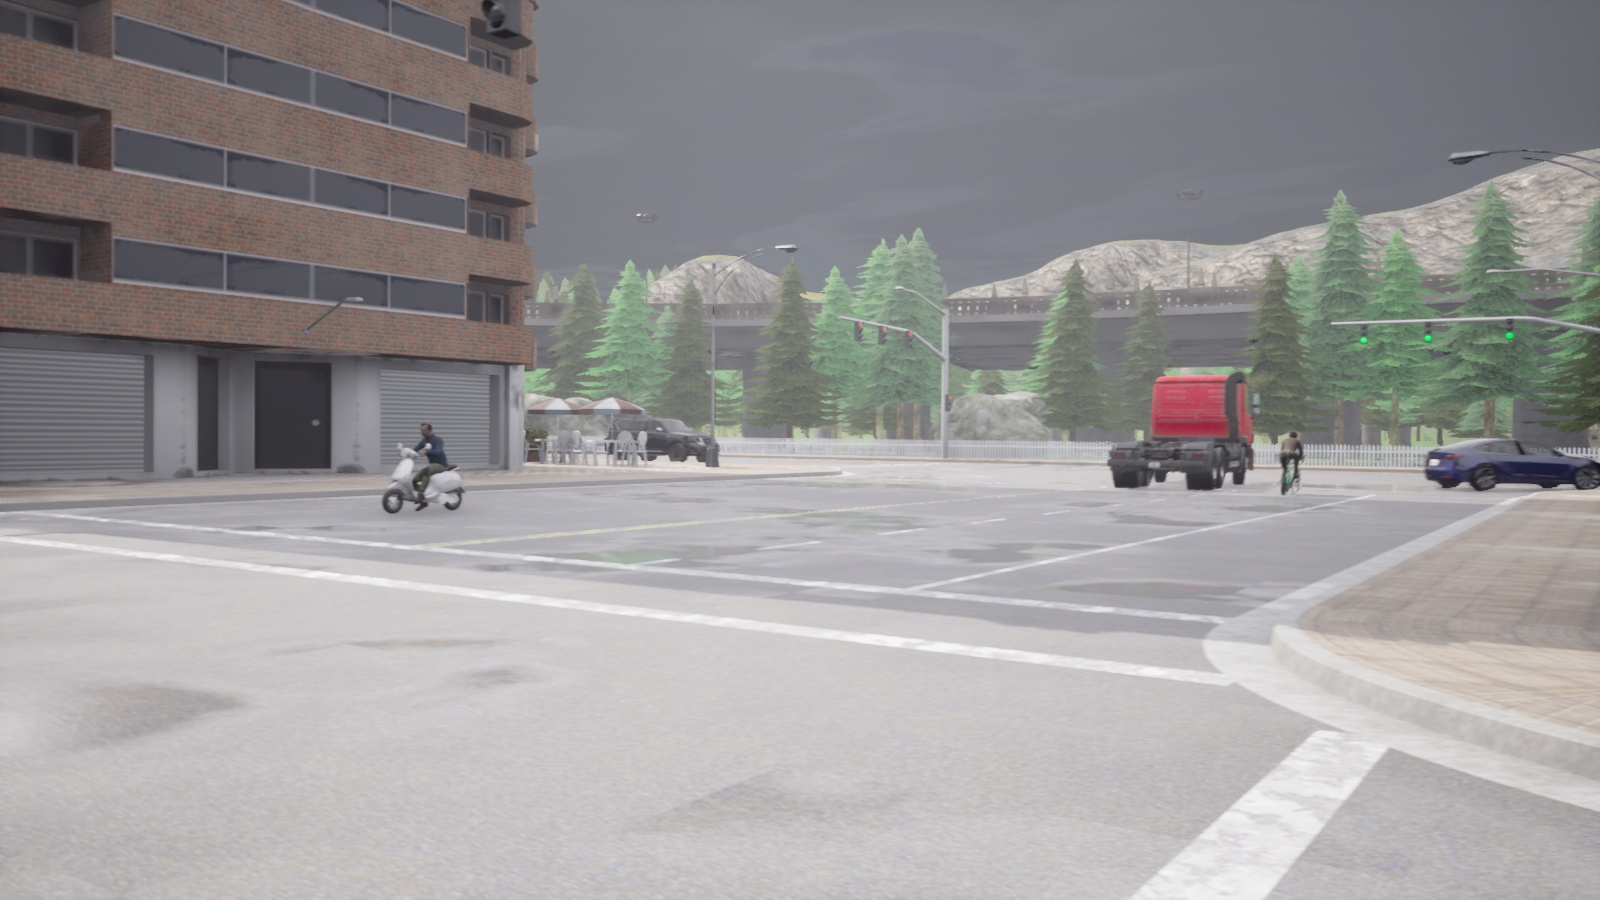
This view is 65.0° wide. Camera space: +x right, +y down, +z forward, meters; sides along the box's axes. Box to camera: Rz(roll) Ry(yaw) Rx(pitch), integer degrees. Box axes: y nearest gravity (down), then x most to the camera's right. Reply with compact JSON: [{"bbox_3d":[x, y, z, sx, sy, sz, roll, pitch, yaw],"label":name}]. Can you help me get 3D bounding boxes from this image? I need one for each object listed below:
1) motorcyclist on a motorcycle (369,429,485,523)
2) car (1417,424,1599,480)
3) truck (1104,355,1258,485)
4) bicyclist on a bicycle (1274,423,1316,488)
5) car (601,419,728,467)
[{"bbox_3d":[-6.598,0.437,22.315,0.866,1.590,1.817,0,1,34],"label":"motorcyclist on a motorcycle"},{"bbox_3d":[20.660,0.030,36.063,4.792,1.488,2.163,-1,1,-2],"label":"car"},{"bbox_3d":[11.564,-0.875,37.508,2.891,3.462,7.936,0,1,28],"label":"truck"},{"bbox_3d":[12.634,0.131,32.032,0.582,1.620,1.656,1,1,36],"label":"bicyclist on a bicycle"},{"bbox_3d":[-6.099,-0.323,56.146,5.566,2.045,2.150,0,1,34],"label":"car"}]
